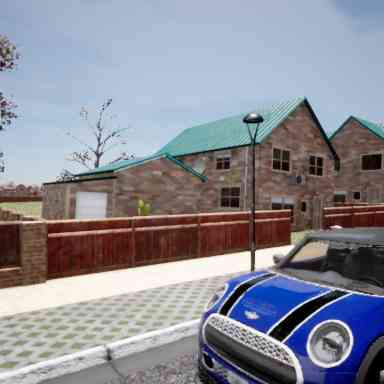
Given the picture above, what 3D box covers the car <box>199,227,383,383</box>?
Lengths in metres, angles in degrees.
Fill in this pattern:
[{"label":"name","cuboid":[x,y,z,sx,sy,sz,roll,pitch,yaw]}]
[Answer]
[{"label":"car","cuboid":[2.299,1.357,4.717,4.553,1.767,2.097,0,0,-36]}]
